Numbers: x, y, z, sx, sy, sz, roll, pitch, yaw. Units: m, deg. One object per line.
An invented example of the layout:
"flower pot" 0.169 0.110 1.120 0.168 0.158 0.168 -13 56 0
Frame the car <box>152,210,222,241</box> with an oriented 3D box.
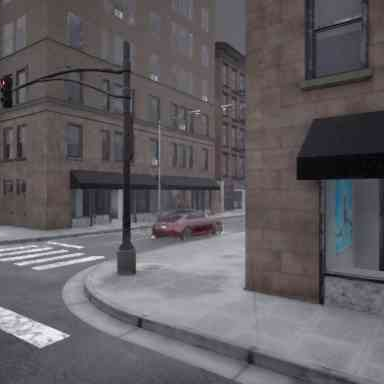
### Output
"car" -0.145 1.667 17.567 1.994 1.385 4.181 0 0 37
